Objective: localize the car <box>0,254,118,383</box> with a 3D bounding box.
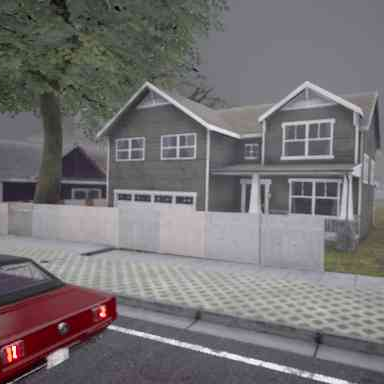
[{"bbox_3d":[-3.491,1.608,4.838,4.718,1.301,1.895,0,0,28],"label":"car"}]
